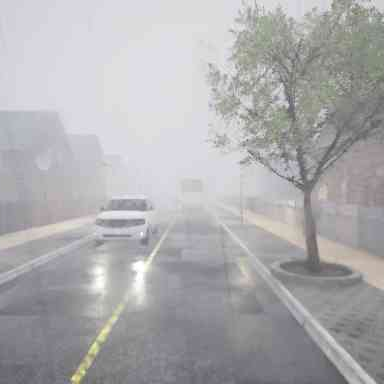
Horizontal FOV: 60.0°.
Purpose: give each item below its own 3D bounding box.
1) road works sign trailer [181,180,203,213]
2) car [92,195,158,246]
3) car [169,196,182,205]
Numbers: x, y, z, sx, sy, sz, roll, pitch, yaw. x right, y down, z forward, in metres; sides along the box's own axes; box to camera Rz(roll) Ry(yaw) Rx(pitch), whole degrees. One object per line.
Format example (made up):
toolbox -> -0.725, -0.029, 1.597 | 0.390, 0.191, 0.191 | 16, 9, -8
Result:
road works sign trailer -> 0.003, 0.391, 35.394 | 2.380, 3.560, 2.880 | 0, 0, 0
car -> -2.850, 1.169, 15.414 | 2.150, 2.045, 5.566 | 0, 0, 0
car -> -2.799, 1.433, 57.318 | 1.882, 1.535, 5.008 | 0, 0, 0
